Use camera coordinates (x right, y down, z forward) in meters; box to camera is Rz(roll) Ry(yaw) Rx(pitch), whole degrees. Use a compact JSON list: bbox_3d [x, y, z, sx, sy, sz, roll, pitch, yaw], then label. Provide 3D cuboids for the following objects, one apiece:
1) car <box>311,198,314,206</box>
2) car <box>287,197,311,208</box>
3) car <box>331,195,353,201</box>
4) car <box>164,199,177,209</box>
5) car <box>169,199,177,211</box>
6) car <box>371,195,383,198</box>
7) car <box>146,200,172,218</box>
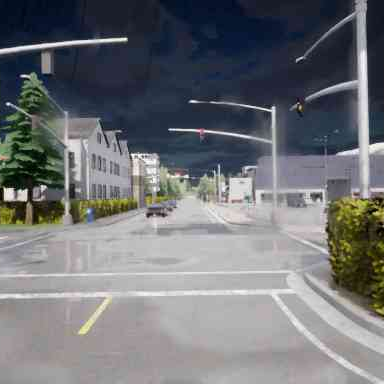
[{"bbox_3d":[19.091,1.573,56.179,1.970,1.475,3.806,-1,-1,0],"label":"car"},{"bbox_3d":[15.443,1.629,49.122,2.007,1.523,4.514,-1,-1,0],"label":"car"},{"bbox_3d":[25.506,1.398,56.516,2.152,1.636,5.027,-1,-1,0],"label":"car"},{"bbox_3d":[-3.524,1.995,55.276,1.837,1.490,4.892,-1,-1,0],"label":"car"},{"bbox_3d":[-3.573,1.885,44.863,2.128,1.511,4.902,-1,-1,0],"label":"car"},{"bbox_3d":[19.128,1.183,31.253,1.905,1.878,3.866,-1,-1,0],"label":"car"},{"bbox_3d":[-3.589,1.844,34.567,2.033,1.411,5.357,-1,-1,0],"label":"car"}]
